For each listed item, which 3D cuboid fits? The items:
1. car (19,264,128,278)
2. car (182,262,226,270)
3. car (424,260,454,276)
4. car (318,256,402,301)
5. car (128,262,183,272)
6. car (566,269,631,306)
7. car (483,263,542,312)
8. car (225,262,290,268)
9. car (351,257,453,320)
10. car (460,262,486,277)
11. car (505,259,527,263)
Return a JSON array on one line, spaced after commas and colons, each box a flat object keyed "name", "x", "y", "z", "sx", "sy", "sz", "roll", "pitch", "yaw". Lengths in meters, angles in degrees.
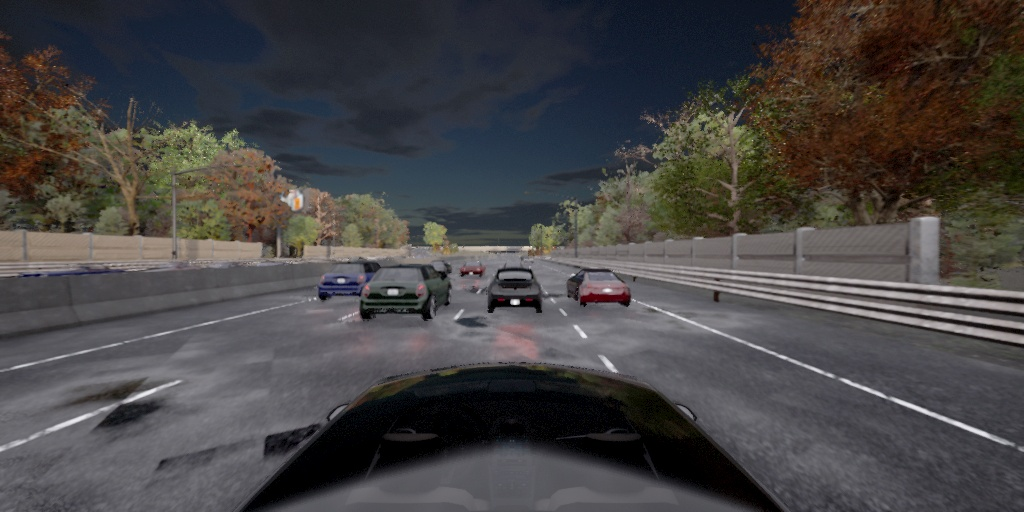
[{"name": "car", "x": -28.092, "y": 1.208, "z": 23.189, "sx": 1.895, "sy": 1.301, "sz": 4.718, "roll": 0, "pitch": 0, "yaw": 0}, {"name": "car", "x": -21.089, "y": 1.151, "z": 26.280, "sx": 1.994, "sy": 1.385, "sz": 4.181, "roll": 0, "pitch": 0, "yaw": 0}, {"name": "car", "x": -6.887, "y": 1.100, "z": 34.036, "sx": 1.994, "sy": 1.385, "sz": 4.181, "roll": 0, "pitch": 0, "yaw": 0}, {"name": "car", "x": -6.896, "y": 1.002, "z": 16.600, "sx": 2.097, "sy": 1.767, "sz": 4.553, "roll": 0, "pitch": 0, "yaw": 0}, {"name": "car", "x": -24.589, "y": 1.152, "z": 26.138, "sx": 1.994, "sy": 1.385, "sz": 4.181, "roll": 0, "pitch": 0, "yaw": 0}, {"name": "car", "x": 3.505, "y": 1.221, "z": 15.160, "sx": 1.994, "sy": 1.385, "sz": 4.181, "roll": 0, "pitch": 0, "yaw": 0}, {"name": "car", "x": 0.101, "y": 1.175, "z": 13.613, "sx": 1.837, "sy": 1.490, "sz": 4.892, "roll": 0, "pitch": 0, "yaw": 0}, {"name": "car", "x": -17.591, "y": 1.135, "z": 26.137, "sx": 2.033, "sy": 1.411, "sz": 5.357, "roll": 0, "pitch": 0, "yaw": 0}, {"name": "car", "x": -3.398, "y": 1.030, "z": 12.361, "sx": 2.097, "sy": 1.767, "sz": 4.553, "roll": 0, "pitch": 0, "yaw": 0}, {"name": "car", "x": -3.388, "y": 1.150, "z": 32.001, "sx": 1.895, "sy": 1.301, "sz": 4.718, "roll": 0, "pitch": 0, "yaw": 0}, {"name": "car", "x": 0.112, "y": 1.150, "z": 31.987, "sx": 1.895, "sy": 1.301, "sz": 4.718, "roll": 0, "pitch": 0, "yaw": 0}]
